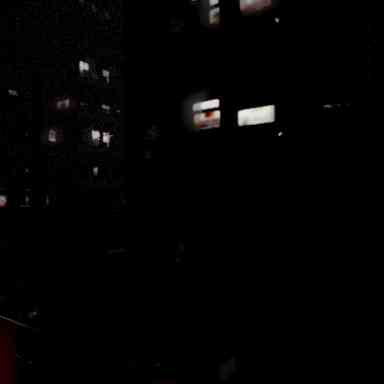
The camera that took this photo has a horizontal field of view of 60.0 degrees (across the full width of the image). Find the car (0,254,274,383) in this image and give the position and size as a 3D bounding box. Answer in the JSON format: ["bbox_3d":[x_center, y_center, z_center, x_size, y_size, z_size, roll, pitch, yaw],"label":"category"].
[{"bbox_3d":[-1.294,1.455,3.800,4.097,1.590,1.967,0,0,36],"label":"car"}]
